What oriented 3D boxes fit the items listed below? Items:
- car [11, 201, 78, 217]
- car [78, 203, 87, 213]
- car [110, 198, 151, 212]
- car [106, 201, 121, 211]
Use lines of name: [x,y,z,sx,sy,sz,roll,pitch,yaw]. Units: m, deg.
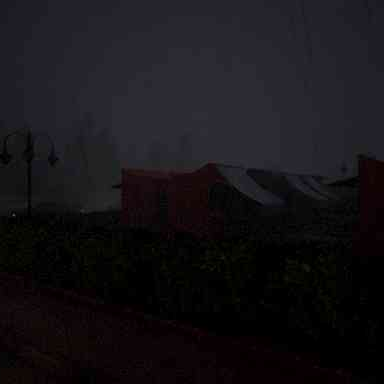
car: [-12.437,1.560,27.804,1.837,1.490,4.892,0,0,36]
car: [-12.720,1.619,33.372,1.994,1.385,4.181,0,0,36]
car: [-7.443,1.533,40.651,1.882,1.535,5.008,0,0,36]
car: [-6.862,1.533,35.493,1.882,1.535,5.008,0,0,36]
